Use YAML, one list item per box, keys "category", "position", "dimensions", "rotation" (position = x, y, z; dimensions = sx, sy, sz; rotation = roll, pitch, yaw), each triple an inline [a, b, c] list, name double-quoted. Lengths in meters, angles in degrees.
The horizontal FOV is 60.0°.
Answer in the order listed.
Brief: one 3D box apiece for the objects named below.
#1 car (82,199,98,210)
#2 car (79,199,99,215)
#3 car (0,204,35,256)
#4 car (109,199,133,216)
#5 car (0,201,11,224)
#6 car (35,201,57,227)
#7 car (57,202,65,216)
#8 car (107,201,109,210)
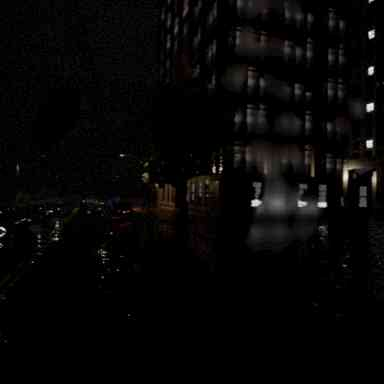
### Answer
- category: "car"
  position: [-13.769, 1.652, 44.985]
  dimensions: [1.994, 1.385, 4.181]
  rotation: [2, 0, -16]
- category: "car"
  position: [-10.615, 1.667, 34.386]
  dimensions: [1.895, 1.301, 4.718]
  rotation: [2, -1, -17]
- category: "car"
  position: [-7.569, 1.286, 12.493]
  dimensions: [2.097, 1.767, 4.553]
  rotation: [2, -1, -17]
- category: "car"
  position: [-7.151, 1.655, 34.129]
  dimensions: [1.837, 1.490, 4.892]
  rotation: [2, 0, -17]
- category: "car"
  position: [-14.044, 1.399, 22.830]
  dimensions: [1.812, 1.442, 4.674]
  rotation: [2, -1, -16]
- category: "car"
  position: [-10.416, 1.519, 22.017]
  dimensions: [1.994, 1.385, 4.181]
  rotation: [2, -1, -17]
- category: "car"
  position: [-13.227, 1.576, 31.557]
  dimensions: [1.895, 1.301, 4.718]
  rotation: [2, -1, -16]
- category: "car"
  position: [-10.801, 1.699, 46.445]
  dimensions: [1.812, 1.442, 4.674]
  rotation: [2, 0, -16]
